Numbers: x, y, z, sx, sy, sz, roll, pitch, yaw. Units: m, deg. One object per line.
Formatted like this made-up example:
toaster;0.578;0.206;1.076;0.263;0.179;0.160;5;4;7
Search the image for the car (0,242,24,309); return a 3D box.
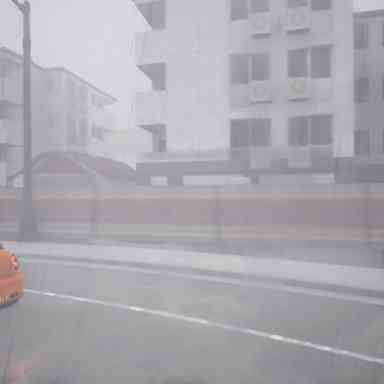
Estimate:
car;-5.510;1.382;6.229;4.553;1.767;2.097;0;0;21
